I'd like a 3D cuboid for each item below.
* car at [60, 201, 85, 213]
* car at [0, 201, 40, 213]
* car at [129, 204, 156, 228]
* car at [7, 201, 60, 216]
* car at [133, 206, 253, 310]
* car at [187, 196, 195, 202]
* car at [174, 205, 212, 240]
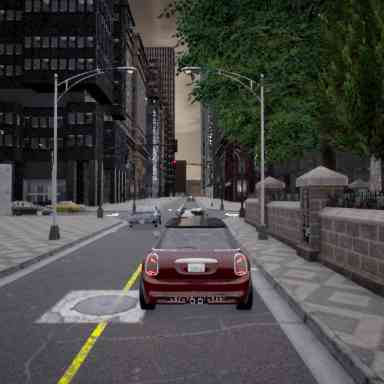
[{"bbox_3d":[-14.907,1.676,38.542,4.829,1.417,1.752,0,-1,0],"label":"car"},{"bbox_3d":[-20.250,1.709,38.552,4.403,1.369,2.008,0,-1,0],"label":"car"},{"bbox_3d":[-3.080,1.559,22.713,1.812,1.442,4.674,0,0,0],"label":"car"},{"bbox_3d":[-14.745,1.518,30.018,4.403,1.369,2.008,0,-1,0],"label":"car"},{"bbox_3d":[0.070,1.357,7.985,2.097,1.767,4.553,0,0,0],"label":"car"},{"bbox_3d":[-0.290,1.726,81.283,1.812,1.442,4.674,0,0,0],"label":"car"},{"bbox_3d":[0.033,1.541,18.112,1.812,1.442,4.674,0,0,0],"label":"car"}]
